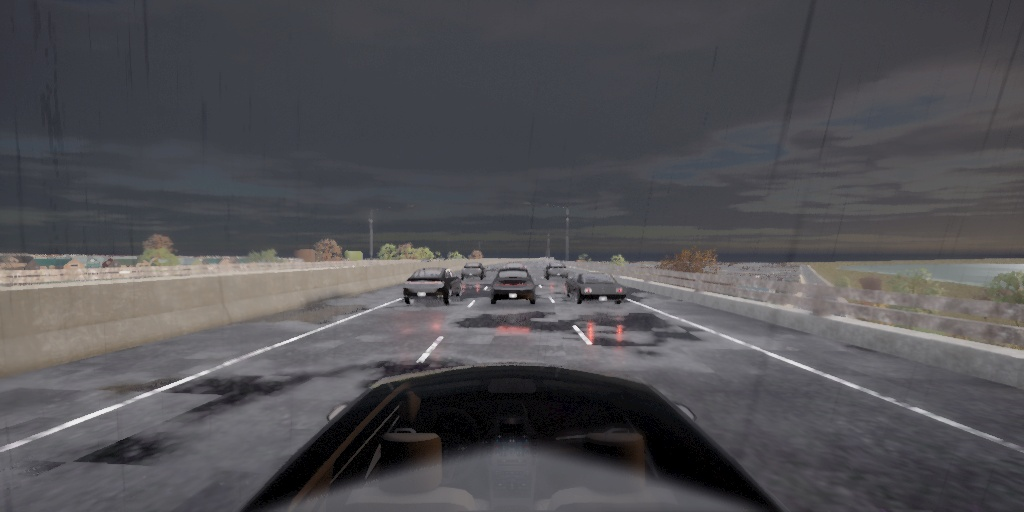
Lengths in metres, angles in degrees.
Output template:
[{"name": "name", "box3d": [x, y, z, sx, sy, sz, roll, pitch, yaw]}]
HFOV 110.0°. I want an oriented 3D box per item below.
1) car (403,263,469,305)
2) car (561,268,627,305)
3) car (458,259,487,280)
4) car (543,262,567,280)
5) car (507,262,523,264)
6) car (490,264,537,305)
[{"name": "car", "box3d": [-3.437, 1.250, 16.176, 2.128, 1.511, 4.902, 0, 0, 0]}, {"name": "car", "box3d": [3.563, 1.372, 16.147, 1.895, 1.301, 4.718, 0, 0, 0]}, {"name": "car", "box3d": [-3.245, 1.268, 31.131, 2.128, 1.511, 4.902, 0, 0, 1]}, {"name": "car", "box3d": [3.754, 1.269, 31.011, 2.128, 1.511, 4.902, 0, 0, 1]}, {"name": "car", "box3d": [0.254, 1.258, 31.071, 1.882, 1.535, 5.008, 0, 0, 1]}, {"name": "car", "box3d": [0.063, 1.272, 16.147, 1.837, 1.490, 4.892, 0, 0, 0]}]
